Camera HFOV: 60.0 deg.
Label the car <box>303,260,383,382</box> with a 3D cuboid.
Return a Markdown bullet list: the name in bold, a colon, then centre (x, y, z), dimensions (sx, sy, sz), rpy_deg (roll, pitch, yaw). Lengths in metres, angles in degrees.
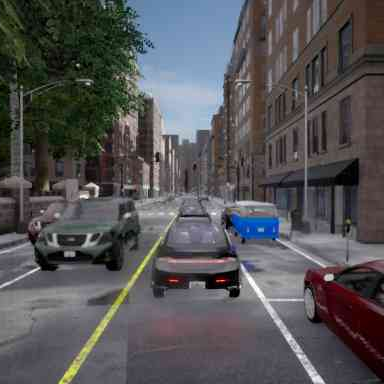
- **car**: centre (2.853, 1.544, 4.291), dimensions (1.887, 1.381, 4.507), rpy_deg (0, 0, 0)

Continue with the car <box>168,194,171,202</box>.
- **car**: centre (-5.688, 1.500, 64.709), dimensions (2.008, 1.369, 4.403), rpy_deg (0, 0, 0)

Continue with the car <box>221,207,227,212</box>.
- **car**: centre (2.849, 1.557, 21.272), dimensions (1.947, 1.339, 4.313), rpy_deg (0, 0, 0)

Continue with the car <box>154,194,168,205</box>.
- **car**: centre (-5.686, 1.478, 59.088), dimensions (1.752, 1.417, 4.829), rpy_deg (0, 0, 0)

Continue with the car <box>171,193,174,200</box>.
- **car**: centre (-5.691, 1.489, 75.611), dimensions (1.887, 1.381, 4.507), rpy_deg (0, 0, 0)

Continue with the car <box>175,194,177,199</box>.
- **car**: centre (-5.694, 1.494, 86.512), dimensions (2.008, 1.369, 4.403), rpy_deg (0, 0, 0)

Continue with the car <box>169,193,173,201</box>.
- **car**: centre (-5.689, 1.491, 70.160), dimensions (1.887, 1.381, 4.507), rpy_deg (0, 0, 0)

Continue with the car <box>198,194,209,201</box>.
- **car**: centre (2.833, 1.385, 75.649), dimensions (1.967, 1.590, 4.097), rpy_deg (0, 0, 0)

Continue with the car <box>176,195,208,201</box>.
- **car**: centre (-0.009, 1.337, 27.629), dimensions (2.097, 1.767, 4.553), rpy_deg (0, 0, 0)

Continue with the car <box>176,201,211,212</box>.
- **car**: centre (0.093, 1.484, 18.452), dimensions (2.128, 1.511, 4.902), rpy_deg (0, 0, 0)

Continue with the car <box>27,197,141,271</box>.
- **car**: centre (-3.098, 1.219, 11.194), dimensions (2.150, 2.045, 5.566), rpy_deg (0, 0, 0)

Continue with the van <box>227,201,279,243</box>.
- **van**: centre (2.850, 1.336, 15.612), dimensions (1.690, 1.788, 3.998), rpy_deg (0, 0, 0)

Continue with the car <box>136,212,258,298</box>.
- **car**: centre (0.098, 1.490, 8.513), dimensions (2.128, 1.511, 4.902), rpy_deg (0, 0, 0)
